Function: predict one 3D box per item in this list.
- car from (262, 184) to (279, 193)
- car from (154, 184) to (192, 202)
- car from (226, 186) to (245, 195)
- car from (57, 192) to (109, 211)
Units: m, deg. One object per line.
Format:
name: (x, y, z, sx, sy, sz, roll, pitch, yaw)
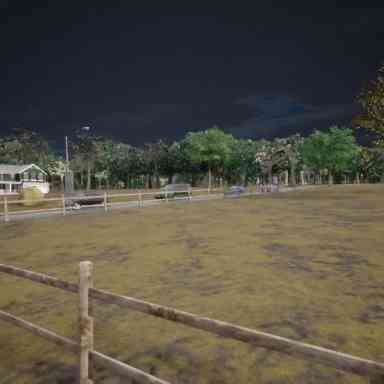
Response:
car: (13.779, -0.651, 58.627, 1.994, 1.385, 4.181, -3, 1, 36)
car: (-2.274, 0.047, 41.186, 2.150, 2.045, 5.566, -3, 1, 36)
car: (7.080, -0.279, 54.141, 1.812, 1.442, 4.674, -3, 1, 36)
car: (-9.899, 0.841, 30.480, 1.837, 1.490, 4.892, -3, 1, 36)
